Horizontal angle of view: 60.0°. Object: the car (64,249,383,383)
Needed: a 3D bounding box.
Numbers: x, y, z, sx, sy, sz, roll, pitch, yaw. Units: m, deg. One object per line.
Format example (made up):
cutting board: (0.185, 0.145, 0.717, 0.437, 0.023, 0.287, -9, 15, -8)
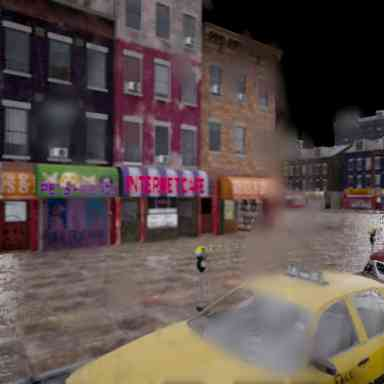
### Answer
car: (1.060, 1.548, 3.571, 4.829, 1.417, 1.752, 1, 0, -35)
